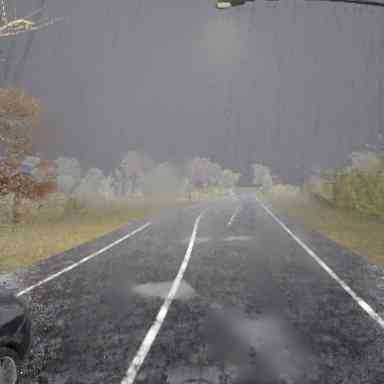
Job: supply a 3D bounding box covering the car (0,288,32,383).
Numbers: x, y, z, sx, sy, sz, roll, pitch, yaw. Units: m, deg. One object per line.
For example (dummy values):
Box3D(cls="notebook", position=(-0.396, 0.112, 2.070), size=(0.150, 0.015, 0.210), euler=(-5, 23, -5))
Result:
Box3D(cls="car", position=(-2.989, 1.579, 2.174), size=(1.812, 1.442, 4.674), euler=(-1, 0, 7))
